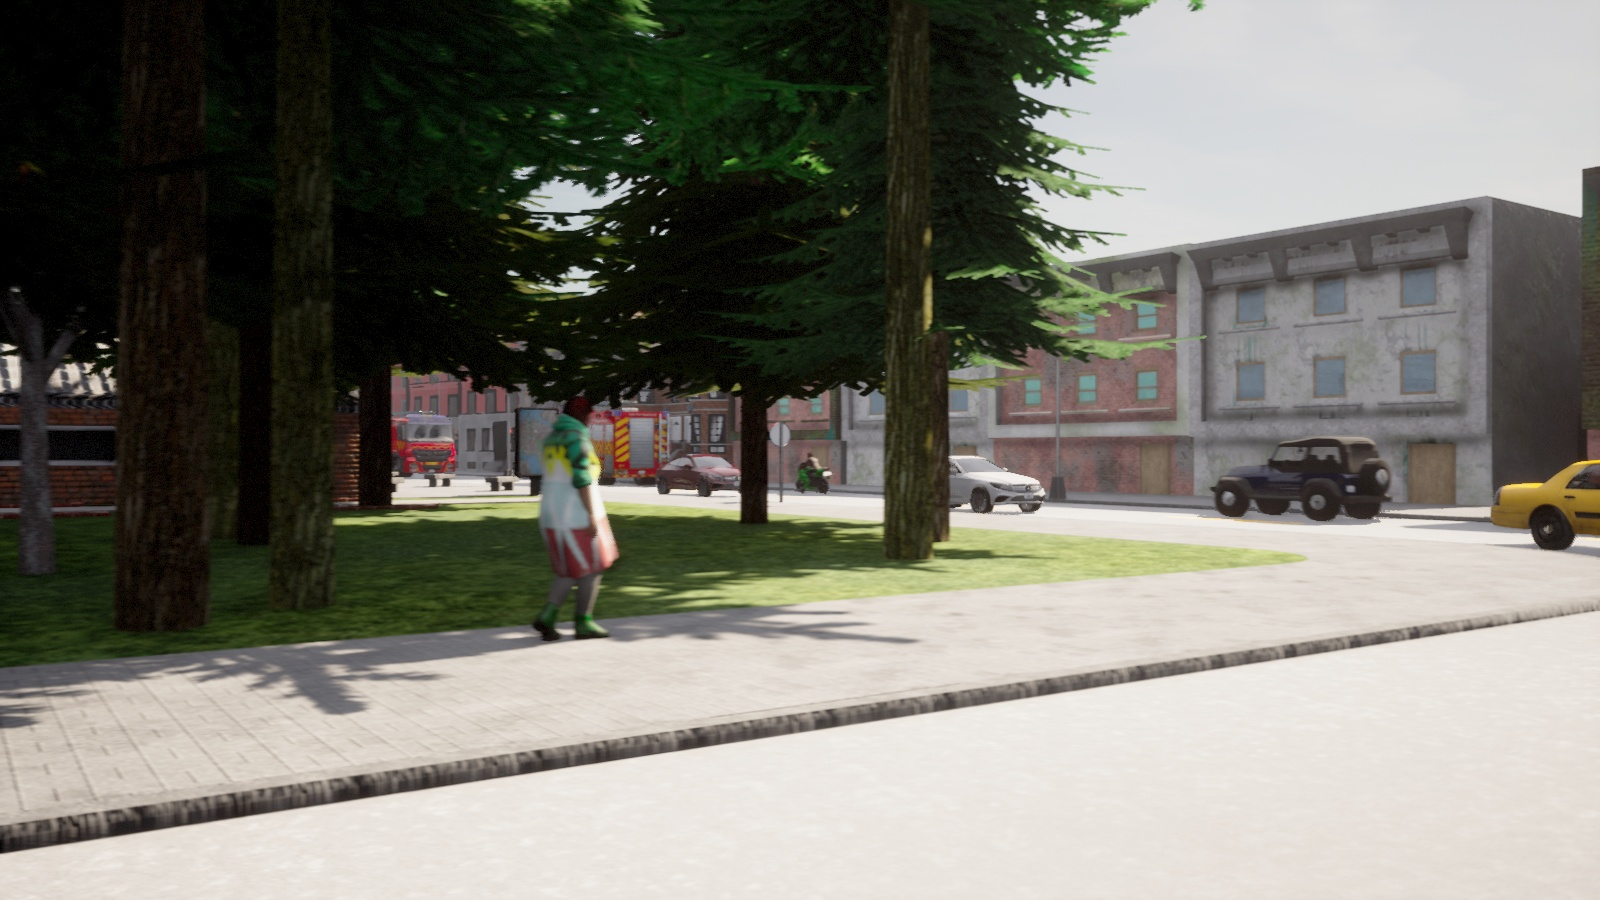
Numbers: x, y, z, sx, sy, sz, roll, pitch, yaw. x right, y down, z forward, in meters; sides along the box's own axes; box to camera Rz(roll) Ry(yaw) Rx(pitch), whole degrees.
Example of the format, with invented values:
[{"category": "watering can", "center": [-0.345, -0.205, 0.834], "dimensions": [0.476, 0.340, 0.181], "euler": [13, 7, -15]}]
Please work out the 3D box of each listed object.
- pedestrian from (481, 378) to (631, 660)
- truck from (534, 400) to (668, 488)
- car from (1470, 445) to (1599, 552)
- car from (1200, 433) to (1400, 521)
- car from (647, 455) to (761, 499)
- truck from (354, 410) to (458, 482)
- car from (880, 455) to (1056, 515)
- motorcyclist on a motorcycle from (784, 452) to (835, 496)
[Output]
[{"category": "pedestrian", "center": [-1.790, 0.481, 9.230], "dimensions": [0.873, 1.952, 0.659], "euler": [0, 0, -39]}, {"category": "truck", "center": [-9.548, -0.254, 59.432], "dimensions": [2.891, 3.827, 8.468], "euler": [0, 0, -35]}, {"category": "car", "center": [12.690, 0.704, 18.449], "dimensions": [1.801, 1.575, 5.366], "euler": [0, 0, -15]}, {"category": "car", "center": [11.438, 0.587, 28.921], "dimensions": [1.905, 1.878, 3.866], "euler": [0, 0, -34]}, {"category": "car", "center": [-3.388, 0.884, 43.414], "dimensions": [1.812, 1.442, 4.674], "euler": [0, 0, -35]}, {"category": "truck", "center": [-22.575, -0.197, 71.651], "dimensions": [2.891, 3.827, 8.468], "euler": [0, 0, -38]}, {"category": "car", "center": [4.233, 0.841, 32.329], "dimensions": [1.812, 1.442, 4.674], "euler": [0, 0, -35]}, {"category": "motorcyclist on a motorcycle", "center": [0.328, 0.837, 45.070], "dimensions": [0.797, 1.523, 2.044], "euler": [0, 0, -35]}]
